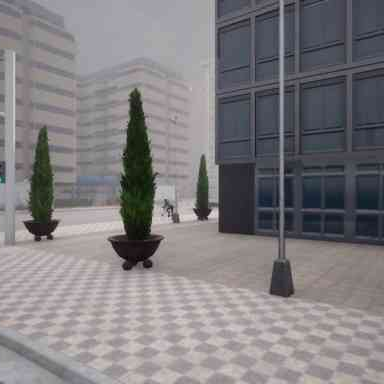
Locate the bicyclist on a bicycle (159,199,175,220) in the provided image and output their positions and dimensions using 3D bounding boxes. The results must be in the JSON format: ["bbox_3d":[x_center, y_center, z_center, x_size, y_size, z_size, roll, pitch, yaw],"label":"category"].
[{"bbox_3d":[-1.908,1.356,25.824,1.656,1.620,0.582,0,0,35],"label":"bicyclist on a bicycle"}]

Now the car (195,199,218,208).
[{"bbox_3d":[2.419,1.656,46.295,1.895,1.301,4.718,0,0,35],"label":"car"}]
